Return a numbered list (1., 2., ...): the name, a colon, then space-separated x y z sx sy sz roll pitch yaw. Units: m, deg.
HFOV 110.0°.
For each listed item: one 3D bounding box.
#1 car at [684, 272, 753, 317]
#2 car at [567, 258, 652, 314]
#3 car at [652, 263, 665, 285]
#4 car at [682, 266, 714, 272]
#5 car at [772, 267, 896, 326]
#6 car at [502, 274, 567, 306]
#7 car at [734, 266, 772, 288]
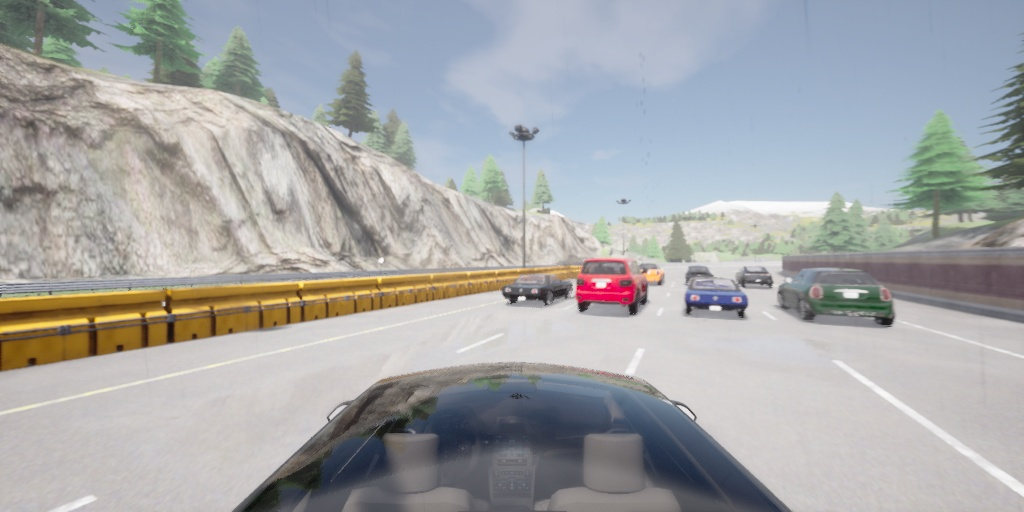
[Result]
1. car: 7.689 1.458 13.840 1.895 1.301 4.718 0 -1 26
2. car: 4.238 1.093 14.756 2.150 2.045 5.566 0 0 26
3. car: 11.128 1.347 29.031 2.097 1.767 4.553 0 -1 26
4. car: 14.315 1.487 27.581 1.837 1.490 4.892 0 0 26
5. car: 10.924 1.194 12.486 2.097 1.767 4.553 0 -1 26
6. car: 1.382 1.491 16.875 1.895 1.301 4.718 0 -1 26
7. car: 17.471 1.457 26.068 2.128 1.511 4.902 0 0 26
